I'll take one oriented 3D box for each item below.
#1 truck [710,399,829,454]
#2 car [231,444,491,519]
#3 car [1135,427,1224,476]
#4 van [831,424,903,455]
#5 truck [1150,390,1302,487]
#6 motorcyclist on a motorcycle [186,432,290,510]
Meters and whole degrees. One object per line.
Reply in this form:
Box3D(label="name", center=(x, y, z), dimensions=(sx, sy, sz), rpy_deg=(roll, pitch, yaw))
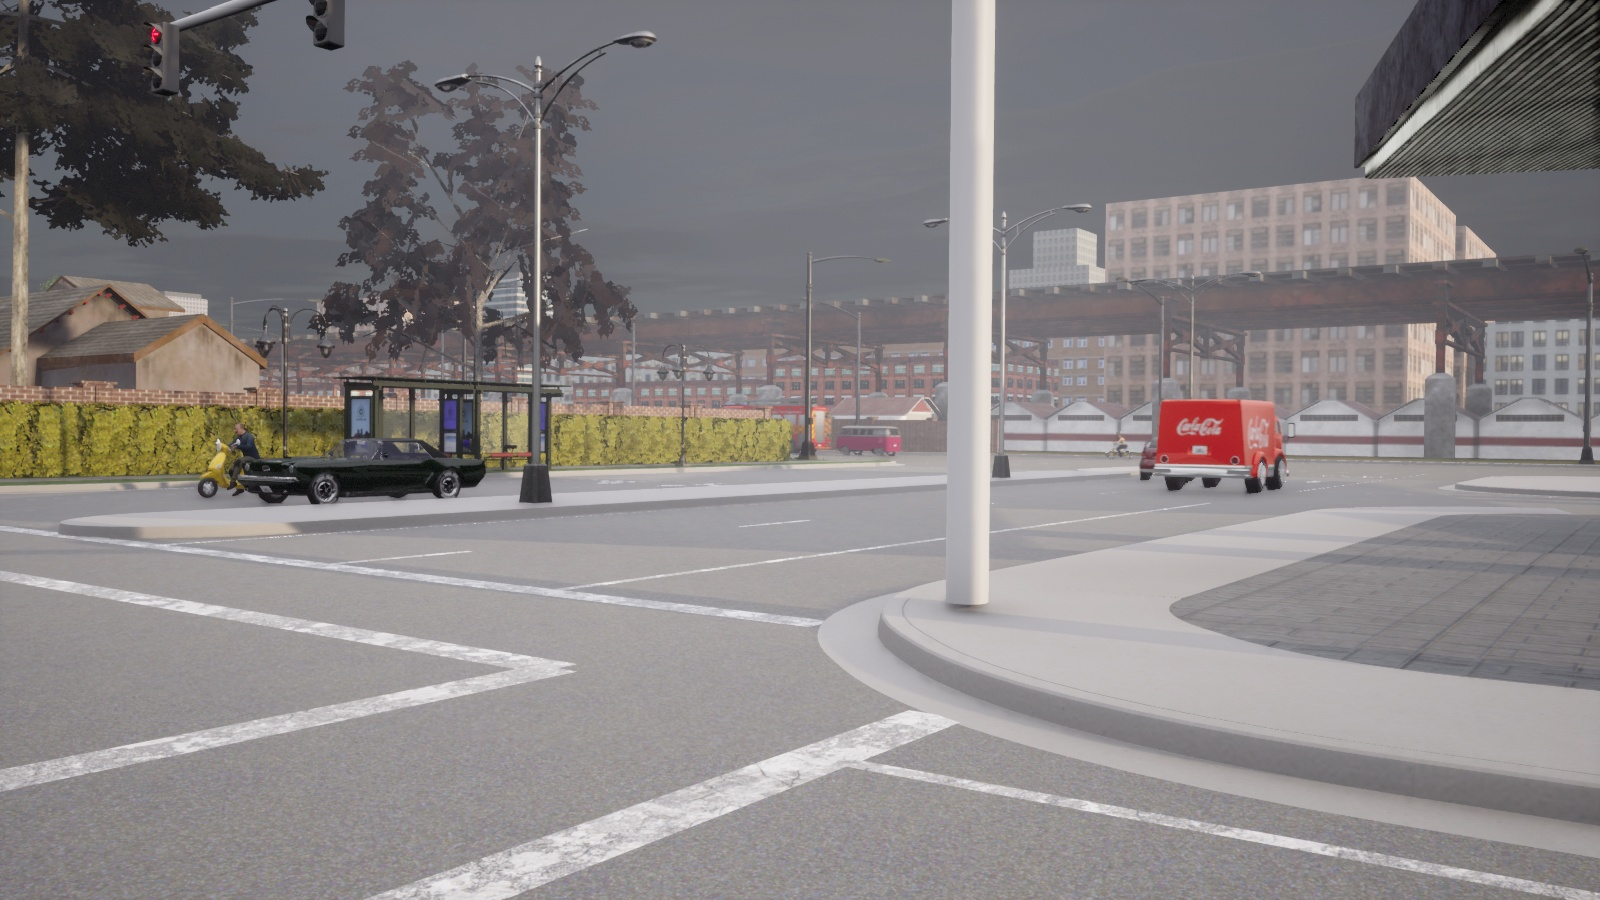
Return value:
Box3D(label="truck", center=(-2.237, -1.675, 90.479), dimensions=(8.468, 3.827, 2.891), rpy_deg=(0, 1, 35))
Box3D(label="car", center=(-8.724, 0.564, 25.371), dimensions=(1.895, 1.301, 4.718), rpy_deg=(0, 1, 35))
Box3D(label="car", center=(12.792, 0.018, 42.166), dimensions=(1.789, 1.549, 3.705), rpy_deg=(0, 1, 35))
Box3D(label="van", center=(4.340, -0.669, 81.575), dimensions=(4.442, 1.987, 1.775), rpy_deg=(0, 1, 35))
Box3D(label="truck", center=(11.872, -0.337, 34.746), dimensions=(2.627, 2.467, 5.204), rpy_deg=(0, 1, 35))
Box3D(label="motorcyclist on a motorcycle", center=(-11.985, 0.427, 26.842), dimensions=(0.866, 1.590, 1.817), rpy_deg=(0, 1, 35))
